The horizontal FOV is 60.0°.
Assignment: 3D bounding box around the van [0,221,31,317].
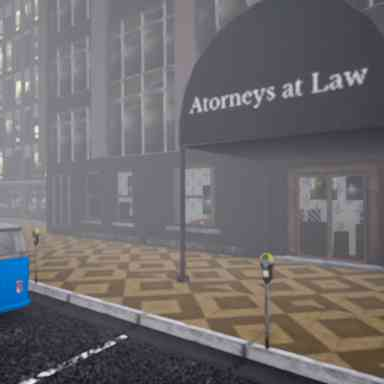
[{"bbox_3d":[-4.722,1.367,6.224,3.998,1.788,1.690,0,0,35],"label":"van"}]
